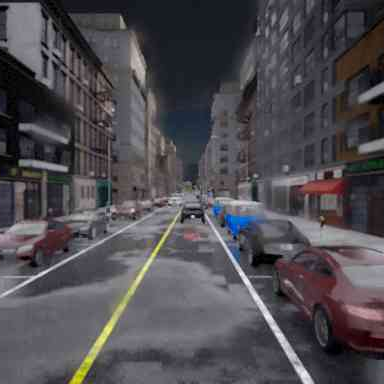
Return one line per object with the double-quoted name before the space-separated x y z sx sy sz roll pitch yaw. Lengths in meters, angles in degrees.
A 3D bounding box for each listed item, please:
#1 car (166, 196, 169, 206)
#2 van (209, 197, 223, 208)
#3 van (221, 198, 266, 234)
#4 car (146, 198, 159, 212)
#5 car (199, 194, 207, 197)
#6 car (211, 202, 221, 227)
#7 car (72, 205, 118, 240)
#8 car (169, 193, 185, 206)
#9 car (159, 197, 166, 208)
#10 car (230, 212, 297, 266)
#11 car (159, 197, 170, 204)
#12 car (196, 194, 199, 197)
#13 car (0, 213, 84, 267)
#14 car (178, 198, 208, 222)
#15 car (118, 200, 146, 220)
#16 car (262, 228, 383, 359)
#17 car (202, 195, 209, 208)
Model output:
"car" -5.399 1.662 55.475 1.802 1.307 4.206 0 0 0
"van" 2.631 1.372 27.922 1.690 1.788 3.998 0 0 0
"van" 2.634 1.356 16.901 1.690 1.788 3.998 0 0 0
"car" -5.396 1.601 38.942 2.008 1.369 4.403 0 0 0
"car" 2.626 1.519 55.477 1.967 1.590 4.097 0 0 0
"car" 2.633 1.573 22.411 2.008 1.369 4.403 0 0 0
"car" -5.391 1.566 16.898 2.008 1.369 4.403 0 0 0
"car" -2.785 1.305 55.866 2.150 2.045 5.566 0 -1 0
"car" -5.398 1.615 49.963 1.887 1.381 4.507 0 0 0
"car" 2.635 1.575 11.390 1.947 1.339 4.313 0 0 0
"car" -5.402 1.643 66.497 1.887 1.381 4.507 0 0 0
"car" 2.622 1.421 72.010 2.192 1.841 5.009 0 0 0
"car" -5.390 1.592 11.388 1.802 1.307 4.206 0 0 0
"car" 0.069 1.535 26.684 1.837 1.490 4.892 0 0 0
"car" -5.394 1.472 27.920 1.967 1.590 4.097 0 0 0
"car" 2.637 1.585 5.880 1.802 1.307 4.206 0 0 0
"car" 2.628 1.499 44.455 1.967 1.590 4.097 0 0 0
